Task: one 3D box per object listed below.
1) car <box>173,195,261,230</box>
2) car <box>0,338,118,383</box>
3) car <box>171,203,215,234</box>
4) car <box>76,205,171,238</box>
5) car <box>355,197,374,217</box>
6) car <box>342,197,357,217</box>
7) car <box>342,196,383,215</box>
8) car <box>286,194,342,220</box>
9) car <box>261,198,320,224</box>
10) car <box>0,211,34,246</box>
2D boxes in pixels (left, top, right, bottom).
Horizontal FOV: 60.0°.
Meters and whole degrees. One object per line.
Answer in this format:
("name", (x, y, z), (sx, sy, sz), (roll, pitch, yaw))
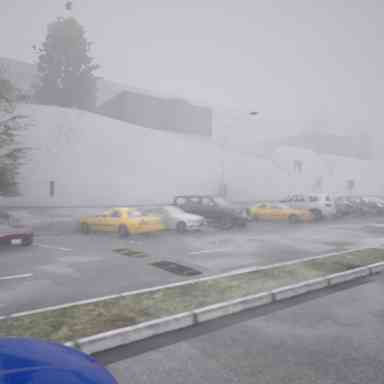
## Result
("car", (1.121, 1.229, 21.024), (5.566, 2.045, 2.435), (-1, -1, 35))
("car", (-2.662, 1.477, 1.233), (5.008, 1.535, 1.882), (0, 0, -36))
("car", (-1.353, 1.526, 19.294), (4.674, 1.452, 2.002), (-1, -1, 34))
("car", (-3.953, 1.490, 17.647), (5.366, 1.575, 1.946), (-1, 0, 35))
("car", (13.327, 1.404, 29.754), (4.674, 1.452, 2.002), (-1, -1, 35))
("car", (10.850, 1.424, 28.017), (4.792, 1.488, 2.163), (-1, 0, 35))
("car", (15.742, 1.198, 31.511), (4.553, 1.767, 2.185), (-1, -1, 35))
("car", (8.404, 1.172, 26.278), (5.566, 2.045, 2.435), (-1, 0, 35))
("car", (6.138, 1.441, 24.417), (5.366, 1.575, 1.946), (-1, -1, 34))
("car", (-8.663, 1.521, 14.049), (4.792, 1.488, 2.163), (-1, -1, 34))
